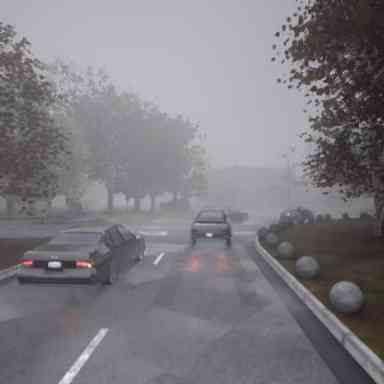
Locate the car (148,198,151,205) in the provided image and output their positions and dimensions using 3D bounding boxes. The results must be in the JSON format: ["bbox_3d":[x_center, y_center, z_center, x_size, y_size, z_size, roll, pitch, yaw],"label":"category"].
[{"bbox_3d":[-8.995,3.014,91.750,4.792,1.488,2.163,0,-1,-13],"label":"car"}]

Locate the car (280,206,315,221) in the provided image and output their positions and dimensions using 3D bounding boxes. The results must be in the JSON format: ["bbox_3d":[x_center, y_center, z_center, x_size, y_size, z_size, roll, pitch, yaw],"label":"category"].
[{"bbox_3d":[10.200,2.063,32.063,1.994,1.385,4.181,-1,-2,41],"label":"car"}]

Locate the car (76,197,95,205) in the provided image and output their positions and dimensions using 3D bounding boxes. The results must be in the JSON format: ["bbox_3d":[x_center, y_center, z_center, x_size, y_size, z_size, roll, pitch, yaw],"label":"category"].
[{"bbox_3d":[-29.001,2.721,89.149,4.553,1.767,2.185,0,-1,-13],"label":"car"}]

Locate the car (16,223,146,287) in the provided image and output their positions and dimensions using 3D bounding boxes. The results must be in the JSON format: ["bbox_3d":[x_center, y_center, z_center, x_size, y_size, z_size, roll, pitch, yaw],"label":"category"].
[{"bbox_3d":[-2.715,1.605,9.514,2.033,1.411,5.357,0,-1,4],"label":"car"}]

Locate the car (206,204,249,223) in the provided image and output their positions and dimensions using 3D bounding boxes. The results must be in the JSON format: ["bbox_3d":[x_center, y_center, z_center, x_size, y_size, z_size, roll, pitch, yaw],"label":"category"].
[{"bbox_3d":[2.776,1.935,27.787,2.033,1.411,5.357,-1,-1,37],"label":"car"}]

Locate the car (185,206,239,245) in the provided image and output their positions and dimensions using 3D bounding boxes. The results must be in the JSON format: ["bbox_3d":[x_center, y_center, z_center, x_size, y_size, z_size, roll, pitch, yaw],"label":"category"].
[{"bbox_3d":[1.098,1.654,16.571,2.128,1.511,4.902,0,-1,8],"label":"car"}]

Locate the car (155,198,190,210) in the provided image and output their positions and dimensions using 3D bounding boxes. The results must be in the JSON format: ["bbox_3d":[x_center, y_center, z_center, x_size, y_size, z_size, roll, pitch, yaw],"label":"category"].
[{"bbox_3d":[-3.019,2.218,58.445,5.566,2.045,2.150,0,-1,23],"label":"car"}]
